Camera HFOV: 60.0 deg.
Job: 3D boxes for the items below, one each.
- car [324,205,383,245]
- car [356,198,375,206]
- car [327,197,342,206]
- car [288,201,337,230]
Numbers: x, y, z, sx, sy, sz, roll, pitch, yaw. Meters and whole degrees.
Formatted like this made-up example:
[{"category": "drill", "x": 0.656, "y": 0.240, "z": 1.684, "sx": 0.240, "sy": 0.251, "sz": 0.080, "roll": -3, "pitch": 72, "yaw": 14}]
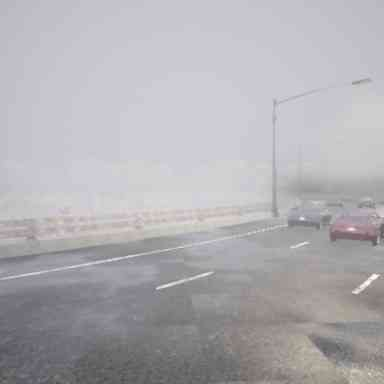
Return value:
[{"category": "car", "x": 7.944, "y": 1.546, "z": 15.681, "sx": 1.994, "sy": 1.385, "sz": 4.181, "roll": 0, "pitch": 0, "yaw": 37}, {"category": "car", "x": 23.456, "y": 1.474, "z": 45.095, "sx": 1.812, "sy": 1.442, "sz": 4.674, "roll": 0, "pitch": 0, "yaw": 20}, {"category": "car", "x": 21.385, "y": 1.501, "z": 50.086, "sx": 1.994, "sy": 1.385, "sz": 4.181, "roll": 0, "pitch": 0, "yaw": 18}, {"category": "car", "x": 7.643, "y": 1.535, "z": 21.300, "sx": 1.994, "sy": 1.385, "sz": 4.181, "roll": 0, "pitch": 0, "yaw": 34}]
